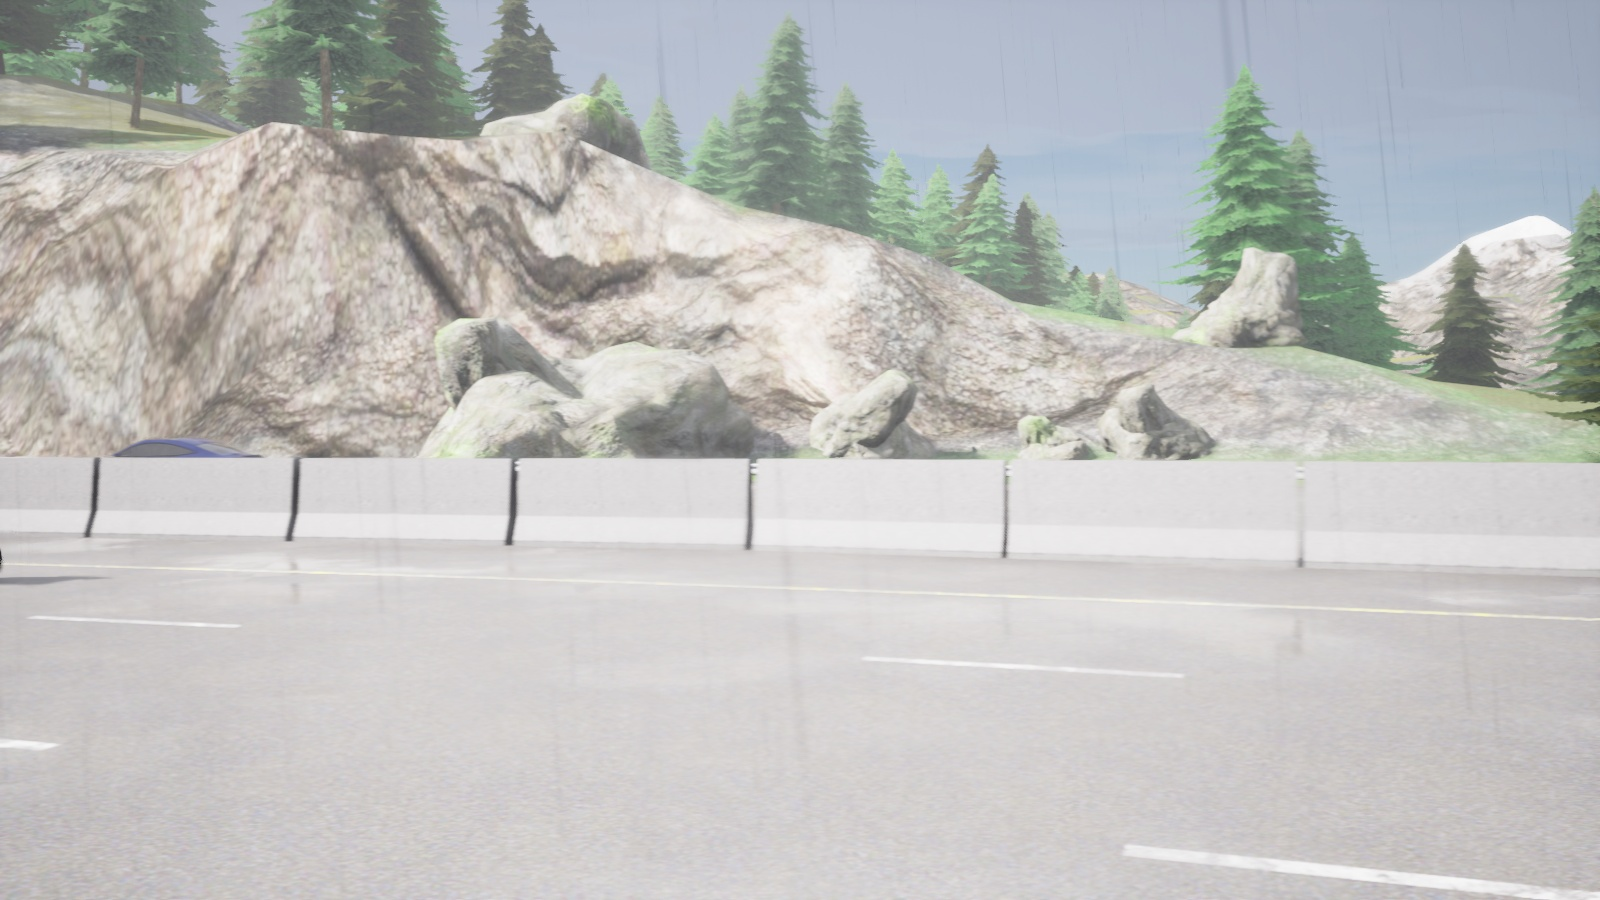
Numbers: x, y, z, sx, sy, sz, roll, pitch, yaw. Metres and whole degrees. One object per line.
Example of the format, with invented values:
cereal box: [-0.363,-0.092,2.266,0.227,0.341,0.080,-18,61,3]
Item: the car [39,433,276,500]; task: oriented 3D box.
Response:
car: [-14.616,0.335,28.641,4.674,1.442,1.812,0,1,11]
